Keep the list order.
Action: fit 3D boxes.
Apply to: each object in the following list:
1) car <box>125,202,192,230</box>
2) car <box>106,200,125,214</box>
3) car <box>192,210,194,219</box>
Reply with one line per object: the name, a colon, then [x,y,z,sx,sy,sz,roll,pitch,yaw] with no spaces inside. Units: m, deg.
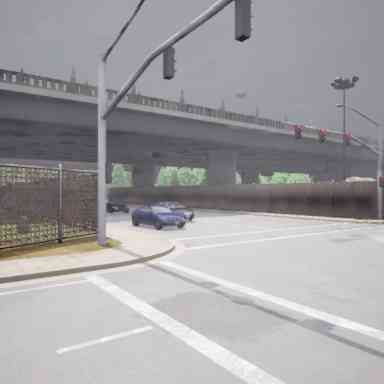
car: [-2.322,1.585,21.685,1.812,1.442,4.674,0,0,-38]
car: [-8.447,1.623,36.251,1.994,1.385,4.181,0,0,-35]
car: [-1.722,1.551,26.825,2.128,1.511,4.902,0,0,-36]
